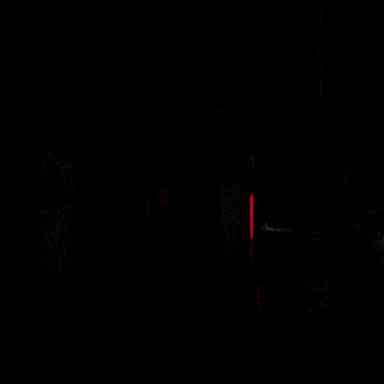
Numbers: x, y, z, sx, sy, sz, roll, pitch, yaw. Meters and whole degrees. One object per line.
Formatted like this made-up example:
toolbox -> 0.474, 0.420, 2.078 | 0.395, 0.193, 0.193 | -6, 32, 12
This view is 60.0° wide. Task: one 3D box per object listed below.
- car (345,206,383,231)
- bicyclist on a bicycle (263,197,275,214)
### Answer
car -> 11.422, 1.478, 18.916 | 5.008, 1.535, 1.882 | 0, 2, 34
bicyclist on a bicycle -> 7.417, 1.349, 32.129 | 1.656, 1.620, 0.582 | 0, 0, -36
